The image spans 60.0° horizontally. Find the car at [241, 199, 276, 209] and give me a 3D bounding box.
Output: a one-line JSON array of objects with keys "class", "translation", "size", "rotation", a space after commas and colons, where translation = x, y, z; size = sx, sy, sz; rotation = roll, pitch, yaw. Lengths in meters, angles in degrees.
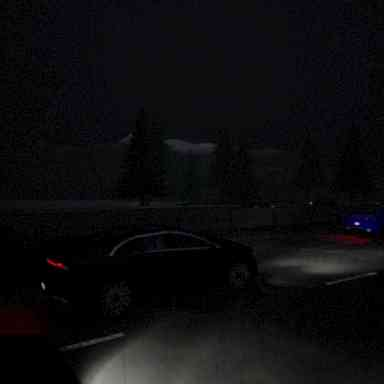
[{"class": "car", "translation": [8.057, 1.492, 40.334], "size": [4.181, 1.385, 1.994], "rotation": [0, 0, -24]}]

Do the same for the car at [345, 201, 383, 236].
[{"class": "car", "translation": [10.547, 1.451, 18.022], "size": [5.008, 1.535, 1.882], "rotation": [0, 0, -28]}]

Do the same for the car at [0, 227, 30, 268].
[{"class": "car", "translation": [-4.870, 1.579, 8.779], "size": [4.718, 1.301, 1.895], "rotation": [0, 0, -35]}]

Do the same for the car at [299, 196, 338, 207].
[{"class": "car", "translation": [15.039, 1.288, 39.563], "size": [4.553, 1.767, 2.097], "rotation": [0, 0, -22]}]

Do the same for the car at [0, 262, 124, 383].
[{"class": "car", "translation": [-3.189, 1.541, 1.436], "size": [5.357, 1.411, 2.033], "rotation": [0, 0, -36]}]

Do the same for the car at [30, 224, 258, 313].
[{"class": "car", "translation": [-0.680, 1.476, 7.364], "size": [4.902, 1.511, 2.128], "rotation": [0, 0, -34]}]
